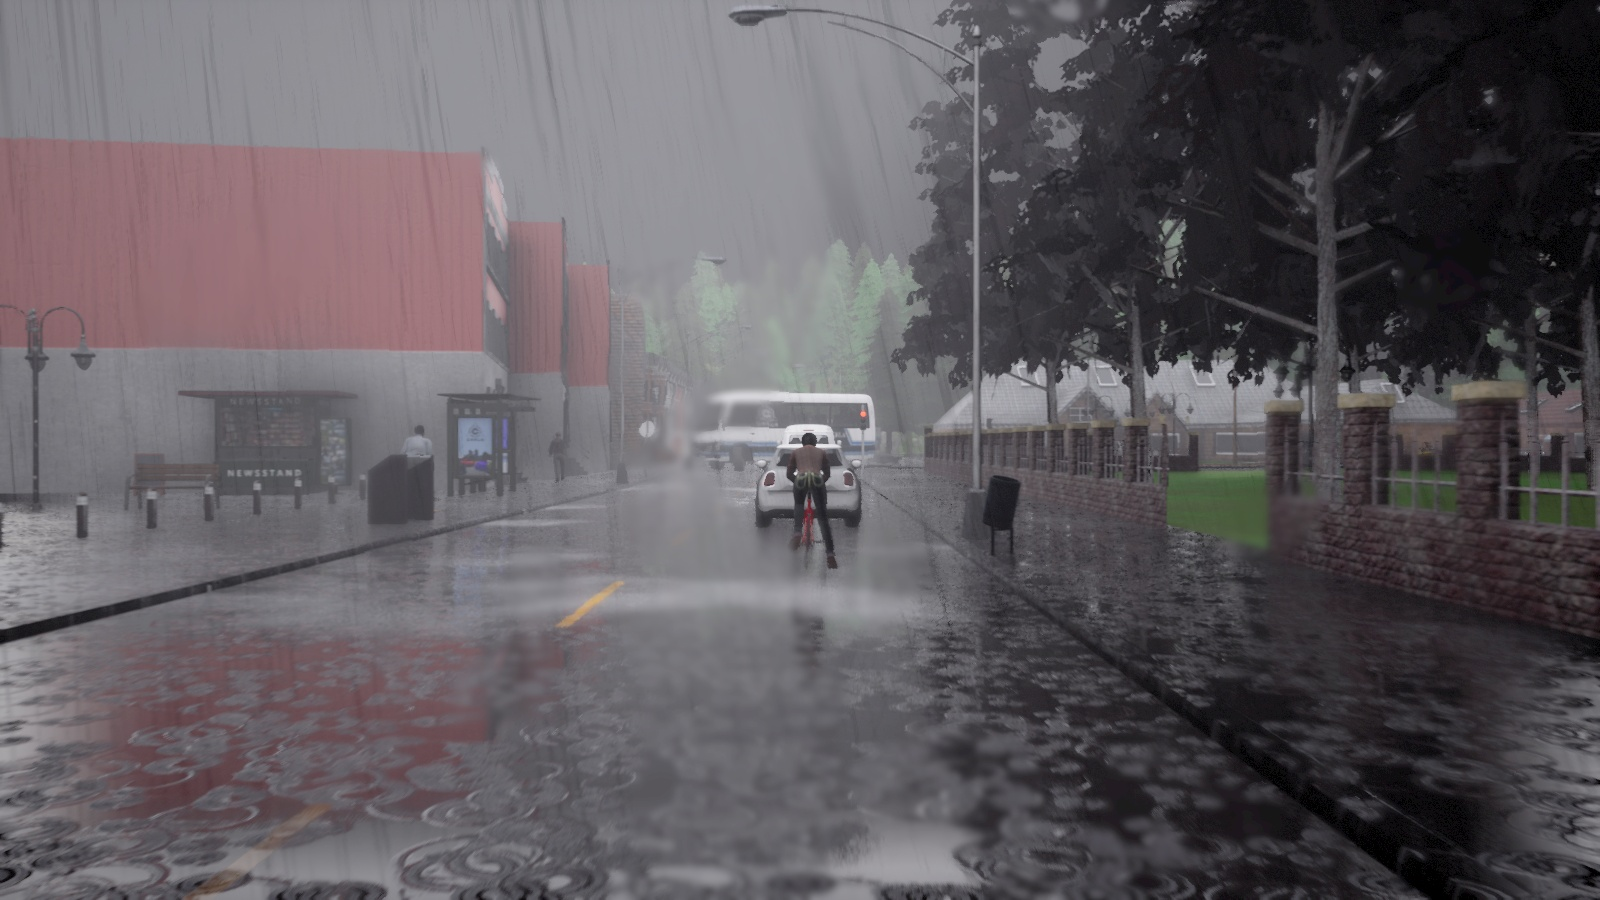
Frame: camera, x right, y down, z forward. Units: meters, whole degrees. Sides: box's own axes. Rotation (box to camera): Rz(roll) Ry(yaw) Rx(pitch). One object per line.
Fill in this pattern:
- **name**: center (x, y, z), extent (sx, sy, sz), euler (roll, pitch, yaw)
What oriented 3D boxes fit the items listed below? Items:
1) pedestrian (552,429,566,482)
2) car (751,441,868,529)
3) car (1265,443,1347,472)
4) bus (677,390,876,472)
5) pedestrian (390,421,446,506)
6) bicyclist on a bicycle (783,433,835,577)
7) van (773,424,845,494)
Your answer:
- **pedestrian**: center (-8.655, 0.195, 45.063), extent (0.376, 1.854, 0.720), euler (0, 0, 0)
- **car**: center (0.167, 0.582, 23.153), extent (1.970, 1.475, 3.806), euler (0, 0, 0)
- **car**: center (27.012, 0.404, 67.058), extent (3.633, 1.501, 1.845), euler (0, 0, -1)
- **bus**: center (-1.215, -1.012, 68.929), extent (10.273, 4.253, 3.944), euler (0, 0, -29)
- **pedestrian**: center (-8.393, 0.288, 27.621), extent (0.874, 1.855, 0.900), euler (0, 0, 8)
- **bicyclist on a bicycle**: center (0.110, 0.614, 15.033), extent (0.582, 1.620, 1.656), euler (0, 1, 0)
- **van**: center (0.274, 0.253, 38.523), extent (2.069, 2.038, 4.480), euler (0, 0, 1)
